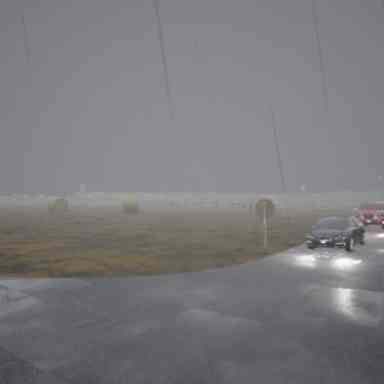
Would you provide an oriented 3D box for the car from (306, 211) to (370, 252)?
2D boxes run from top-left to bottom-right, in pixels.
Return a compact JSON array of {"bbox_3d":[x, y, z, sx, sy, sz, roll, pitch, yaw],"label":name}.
[{"bbox_3d":[6.944,1.880,15.926,1.837,1.490,4.892,-3,-2,36],"label":"car"}]

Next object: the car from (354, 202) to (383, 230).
[{"bbox_3d":[14.135,1.775,25.867,2.150,2.045,5.566,-3,-3,36],"label":"car"}]
